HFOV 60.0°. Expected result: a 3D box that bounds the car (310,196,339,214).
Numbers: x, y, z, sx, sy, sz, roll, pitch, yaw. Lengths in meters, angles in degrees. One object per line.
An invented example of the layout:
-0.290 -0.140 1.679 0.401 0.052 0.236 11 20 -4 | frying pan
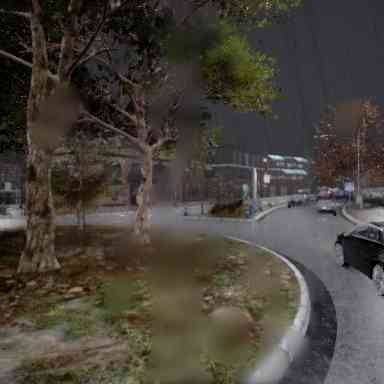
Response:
12.611 1.352 31.631 1.994 1.385 4.181 0 1 21 | car

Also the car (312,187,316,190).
28.393 0.067 80.708 2.163 1.488 4.792 0 2 38 | car

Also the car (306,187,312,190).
25.131 0.197 76.290 2.097 1.535 5.008 0 2 36 | car

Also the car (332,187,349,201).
25.543 0.390 55.746 2.150 2.045 5.566 0 2 33 | car

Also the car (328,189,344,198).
28.437 0.240 65.658 1.837 1.490 4.892 0 2 35 | car

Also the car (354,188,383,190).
26.064 0.685 47.466 4.553 1.767 2.185 0 1 32 | car

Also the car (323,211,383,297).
5.087 1.482 8.374 2.128 1.511 4.902 0 0 8 | car

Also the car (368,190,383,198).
36.380 0.353 63.438 4.674 1.452 2.002 0 2 35 | car

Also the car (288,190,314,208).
12.978 0.972 40.094 2.097 1.767 4.553 0 1 27 | car

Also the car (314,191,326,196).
17.847 0.967 48.897 1.994 1.385 4.181 0 1 32 | car

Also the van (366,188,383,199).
33.399 0.241 58.857 4.442 1.987 1.878 0 2 34 | van

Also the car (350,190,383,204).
24.577 0.876 45.151 4.892 1.521 2.231 0 1 32 | car

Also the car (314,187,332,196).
23.023 0.519 57.381 2.097 1.767 4.553 0 1 33 | car
